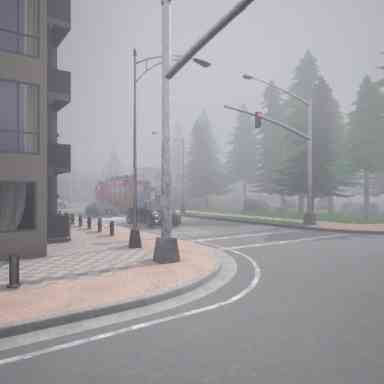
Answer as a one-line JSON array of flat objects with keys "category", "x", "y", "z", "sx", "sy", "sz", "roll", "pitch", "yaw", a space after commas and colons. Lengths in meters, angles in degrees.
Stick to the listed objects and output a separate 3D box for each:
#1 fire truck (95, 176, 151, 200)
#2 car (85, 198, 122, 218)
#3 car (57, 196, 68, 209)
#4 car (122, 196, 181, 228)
[{"category": "fire truck", "x": -7.605, "y": 0.327, "z": 35.713, "sx": 2.891, "sy": 3.827, "sz": 8.468, "roll": 0, "pitch": 0, "yaw": -35}, {"category": "car", "x": -8.304, "y": 1.548, "z": 30.391, "sx": 1.994, "sy": 1.385, "sz": 4.181, "roll": 0, "pitch": 0, "yaw": -35}, {"category": "car", "x": -18.256, "y": 1.335, "z": 44.893, "sx": 2.097, "sy": 1.767, "sz": 4.553, "roll": 0, "pitch": 0, "yaw": -35}, {"category": "car", "x": -2.635, "y": 1.337, "z": 22.215, "sx": 2.097, "sy": 1.767, "sz": 4.553, "roll": 0, "pitch": 0, "yaw": -35}]
